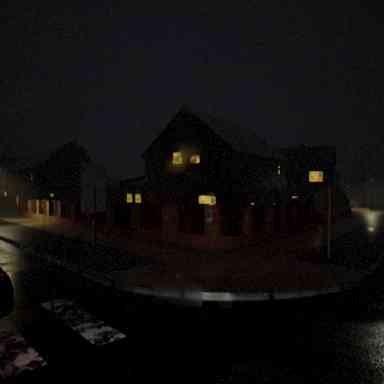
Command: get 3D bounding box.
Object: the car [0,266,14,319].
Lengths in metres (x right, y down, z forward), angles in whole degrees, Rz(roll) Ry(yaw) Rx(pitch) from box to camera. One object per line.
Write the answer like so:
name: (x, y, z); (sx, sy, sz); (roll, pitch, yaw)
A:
car: (-4.994, 1.586, 6.427); (1.994, 1.385, 4.181); (-2, 1, -42)
